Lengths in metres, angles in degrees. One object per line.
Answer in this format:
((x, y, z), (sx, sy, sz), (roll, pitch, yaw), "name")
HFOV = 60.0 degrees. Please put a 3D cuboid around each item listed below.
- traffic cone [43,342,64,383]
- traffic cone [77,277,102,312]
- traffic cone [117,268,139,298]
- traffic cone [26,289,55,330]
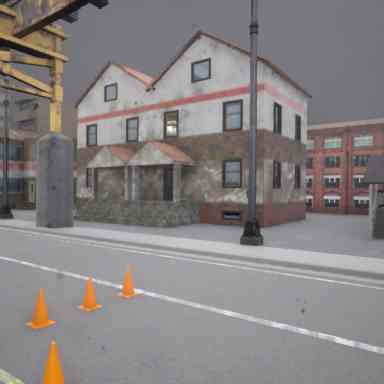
((-1.526, 1.952, 3.660), (0.340, 0.580, 0.340), (0, 0, 36), "traffic cone")
((-1.978, 1.949, 6.452), (0.340, 0.580, 0.340), (0, 0, 36), "traffic cone")
((-1.393, 1.949, 7.263), (0.340, 0.580, 0.340), (0, 0, 36), "traffic cone")
((-2.563, 1.949, 5.641), (0.340, 0.580, 0.340), (0, 0, 36), "traffic cone")
